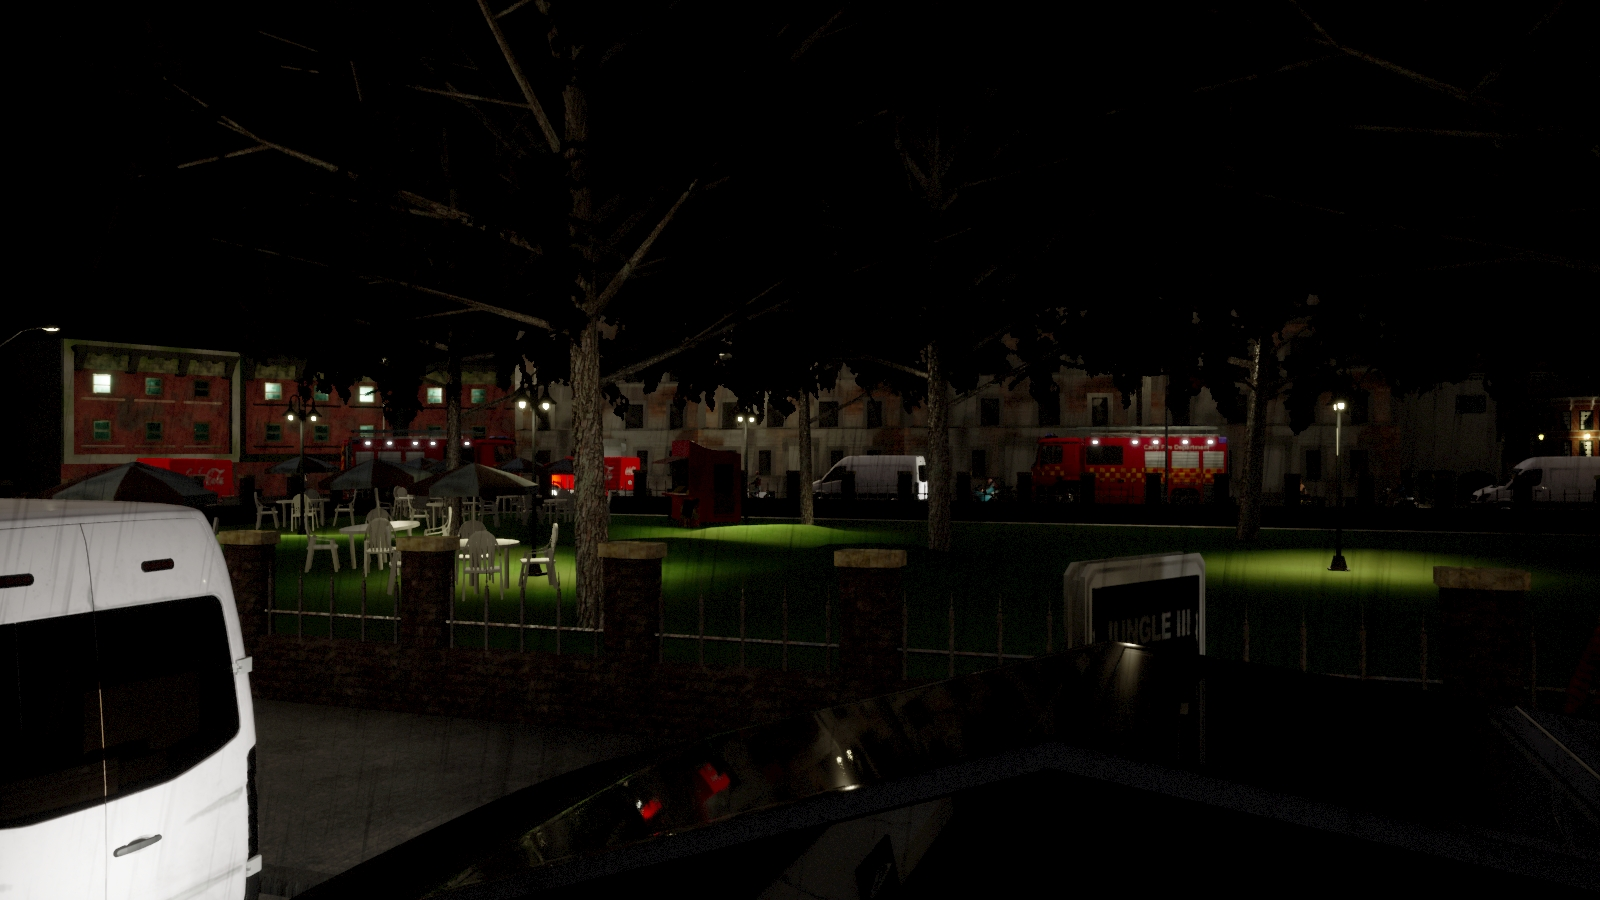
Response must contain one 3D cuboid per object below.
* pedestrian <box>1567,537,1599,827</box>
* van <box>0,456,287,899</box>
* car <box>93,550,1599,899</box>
[{"bbox_3d":[5.361,1.524,7.576,0.375,1.860,0.375,0,0,20],"label":"pedestrian"},{"bbox_3d":[-5.749,1.318,5.932,5.915,2.561,1.988,0,0,20],"label":"van"},{"bbox_3d":[1.308,1.534,3.365,6.274,2.098,2.390,0,0,20],"label":"car"}]
